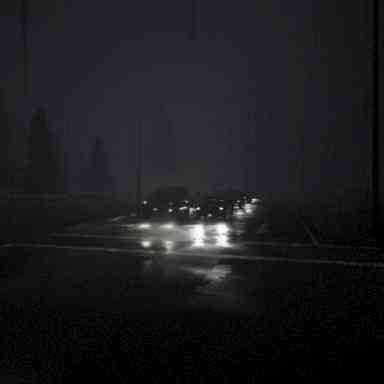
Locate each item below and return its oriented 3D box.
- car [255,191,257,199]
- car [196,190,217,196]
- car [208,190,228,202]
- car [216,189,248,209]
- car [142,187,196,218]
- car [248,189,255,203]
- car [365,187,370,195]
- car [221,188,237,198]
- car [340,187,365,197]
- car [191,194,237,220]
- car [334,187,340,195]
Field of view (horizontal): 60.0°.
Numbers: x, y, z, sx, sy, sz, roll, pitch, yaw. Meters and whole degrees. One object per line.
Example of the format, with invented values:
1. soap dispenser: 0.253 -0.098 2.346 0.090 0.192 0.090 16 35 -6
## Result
1. car: 8.588 0.280 49.320 1.994 1.385 4.181 0 1 14
2. car: 0.932 0.731 33.674 2.033 1.411 5.357 0 1 15
3. car: 3.436 0.488 43.297 1.994 1.385 4.181 0 1 14
4. car: 3.864 0.712 31.101 1.837 1.490 4.892 0 1 15
5. car: -1.646 0.672 23.748 2.150 2.045 5.566 0 1 14
6. car: 6.151 0.574 39.779 1.895 1.301 4.718 0 1 14
7. car: 30.613 -0.247 59.819 1.994 1.385 4.181 0 1 16
8. car: 5.973 0.184 53.177 1.812 1.442 4.674 0 1 15
9. car: 24.503 -0.045 50.887 1.882 1.535 5.008 0 1 15
10. car: 1.617 1.042 22.382 1.895 1.301 4.718 0 1 14
11. car: 27.305 -0.271 60.984 1.812 1.442 4.674 0 1 16
